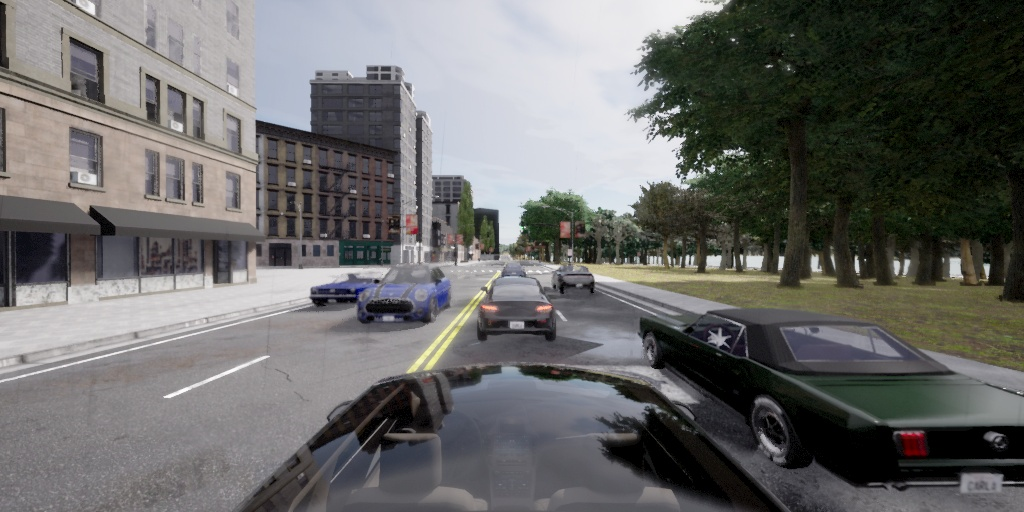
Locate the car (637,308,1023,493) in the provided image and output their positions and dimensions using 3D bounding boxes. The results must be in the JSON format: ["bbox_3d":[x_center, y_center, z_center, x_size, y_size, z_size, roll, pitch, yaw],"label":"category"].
[{"bbox_3d":[3.358,1.350,4.802,1.895,1.301,4.718,0,0,-1],"label":"car"}]

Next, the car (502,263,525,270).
[{"bbox_3d":[0.147,1.301,29.692,1.994,1.385,4.181,0,0,0],"label":"car"}]

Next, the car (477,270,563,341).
[{"bbox_3d":[0.105,1.274,9.778,1.812,1.442,4.674,0,0,0],"label":"car"}]

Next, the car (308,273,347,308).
[{"bbox_3d":[-6.577,1.346,15.340,1.895,1.301,4.718,0,0,0],"label":"car"}]

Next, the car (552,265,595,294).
[{"bbox_3d":[3.381,1.236,20.315,2.128,1.511,4.902,0,0,0],"label":"car"}]

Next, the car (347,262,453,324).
[{"bbox_3d":[-3.334,1.099,11.946,2.097,1.767,4.553,0,0,0],"label":"car"}]
